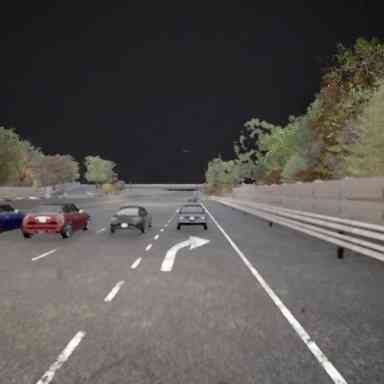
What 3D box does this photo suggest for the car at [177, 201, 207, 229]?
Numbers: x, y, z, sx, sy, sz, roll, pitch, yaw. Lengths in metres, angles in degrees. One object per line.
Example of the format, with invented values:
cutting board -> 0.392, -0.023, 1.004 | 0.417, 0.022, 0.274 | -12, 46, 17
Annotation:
car -> 0.004, 1.531, 21.462 | 2.033, 1.411, 5.357 | 0, 0, 0

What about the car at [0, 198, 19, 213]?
car -> -21.077, 1.490, 36.214 | 1.837, 1.490, 4.892 | 0, 0, 0

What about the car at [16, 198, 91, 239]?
car -> -6.899, 1.337, 17.479 | 2.097, 1.767, 4.553 | 0, 0, 0

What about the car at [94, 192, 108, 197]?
car -> -20.989, 0.931, 77.071 | 2.150, 2.045, 5.566 | 0, 0, 0

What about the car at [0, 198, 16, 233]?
car -> -10.398, 1.337, 17.508 | 2.097, 1.767, 4.553 | 0, 0, 0

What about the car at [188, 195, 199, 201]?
car -> 0.017, 1.615, 80.133 | 1.994, 1.385, 4.181 | 0, 0, 2

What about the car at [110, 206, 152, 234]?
car -> -3.399, 1.510, 19.025 | 1.812, 1.442, 4.674 | 0, 0, 0
